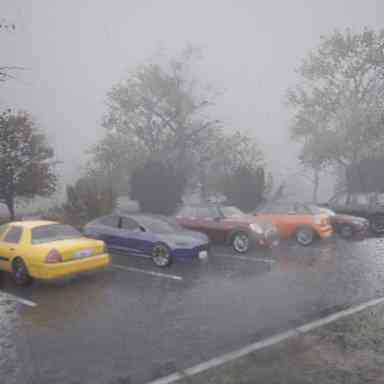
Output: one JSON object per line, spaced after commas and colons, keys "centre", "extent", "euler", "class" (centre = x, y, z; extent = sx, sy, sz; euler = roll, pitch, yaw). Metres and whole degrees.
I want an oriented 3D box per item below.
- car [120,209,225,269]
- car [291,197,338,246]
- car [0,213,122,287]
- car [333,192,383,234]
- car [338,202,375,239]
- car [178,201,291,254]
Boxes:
{"centre": [-1.616, 1.442, 11.067], "extent": [4.792, 1.488, 2.163], "euler": [-1, -1, 36], "class": "car"}
{"centre": [3.646, 1.227, 14.636], "extent": [4.553, 1.767, 2.185], "euler": [-1, 0, 36], "class": "car"}
{"centre": [-4.602, 1.445, 9.277], "extent": [5.366, 1.575, 1.946], "euler": [-1, 0, 36], "class": "car"}
{"centre": [8.517, 1.046, 18.023], "extent": [5.566, 2.045, 2.435], "euler": [-1, 0, 36], "class": "car"}
{"centre": [6.086, 1.365, 16.336], "extent": [4.674, 1.452, 2.002], "euler": [-1, 0, 36], "class": "car"}
{"centre": [1.138, 1.256, 13.006], "extent": [4.553, 1.767, 2.185], "euler": [-1, 0, 36], "class": "car"}
